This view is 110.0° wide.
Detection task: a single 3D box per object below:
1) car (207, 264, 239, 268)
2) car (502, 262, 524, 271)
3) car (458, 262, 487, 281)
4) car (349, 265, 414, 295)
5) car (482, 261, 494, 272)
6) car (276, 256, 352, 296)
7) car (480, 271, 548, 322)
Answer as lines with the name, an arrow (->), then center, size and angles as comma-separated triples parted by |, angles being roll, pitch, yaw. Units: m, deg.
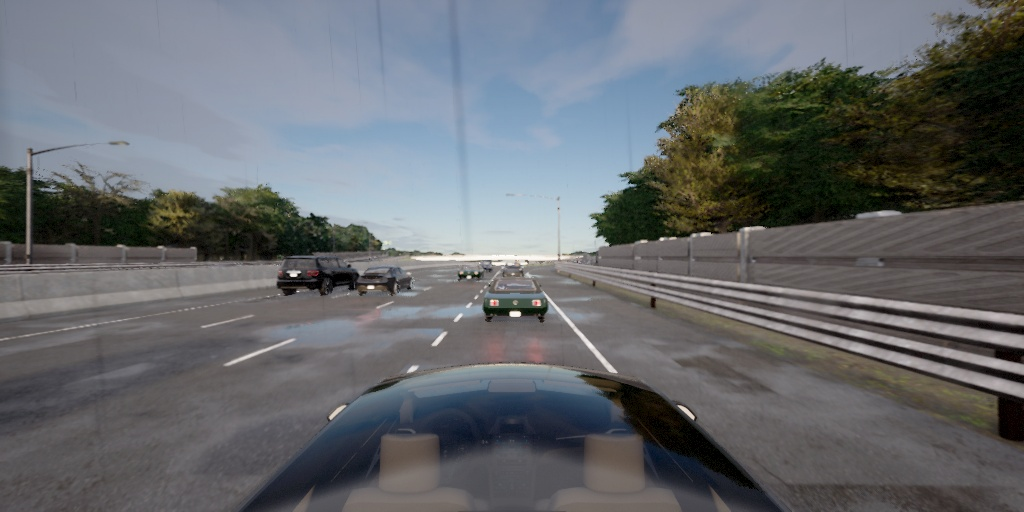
car -> -24.538, 1.374, 30.342 | 1.994, 1.385, 4.181 | 0, 0, 1
car -> 0.094, 1.308, 32.366 | 2.128, 1.511, 4.902 | 0, 0, 0
car -> -3.506, 1.415, 31.432 | 1.895, 1.301, 4.718 | 0, 0, 0
car -> -6.904, 1.292, 19.947 | 1.837, 1.490, 4.892 | 0, 0, 0
car -> -3.510, 1.401, 48.651 | 2.033, 1.411, 5.357 | 0, 0, 0
car -> -10.404, 1.008, 19.761 | 2.150, 2.045, 5.566 | 0, 0, 0
car -> 0.098, 1.371, 12.423 | 1.895, 1.301, 4.718 | 0, 0, 0
